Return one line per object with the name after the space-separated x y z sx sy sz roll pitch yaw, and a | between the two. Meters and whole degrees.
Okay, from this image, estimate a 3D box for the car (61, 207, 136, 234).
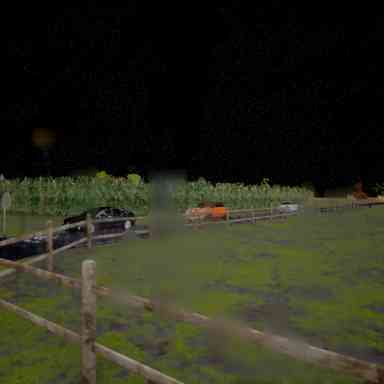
-5.620 1.705 20.538 1.837 1.490 4.892 -1 -1 35 | car

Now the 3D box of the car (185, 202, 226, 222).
1.371 1.694 30.231 2.097 1.767 4.553 -1 -1 36 | car

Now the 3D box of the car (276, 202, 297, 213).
13.326 2.116 46.614 1.812 1.442 4.674 -1 -1 36 | car
